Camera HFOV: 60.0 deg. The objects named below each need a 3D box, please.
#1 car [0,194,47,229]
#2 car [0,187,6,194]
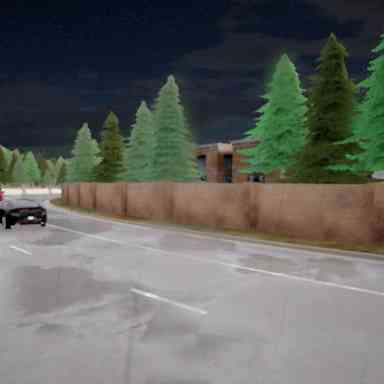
[{"bbox_3d":[-9.662,1.083,18.435,1.882,1.535,5.008,0,1,-42],"label":"car"},{"bbox_3d":[-20.421,0.443,34.073,2.150,2.045,5.566,1,1,-29],"label":"car"}]
